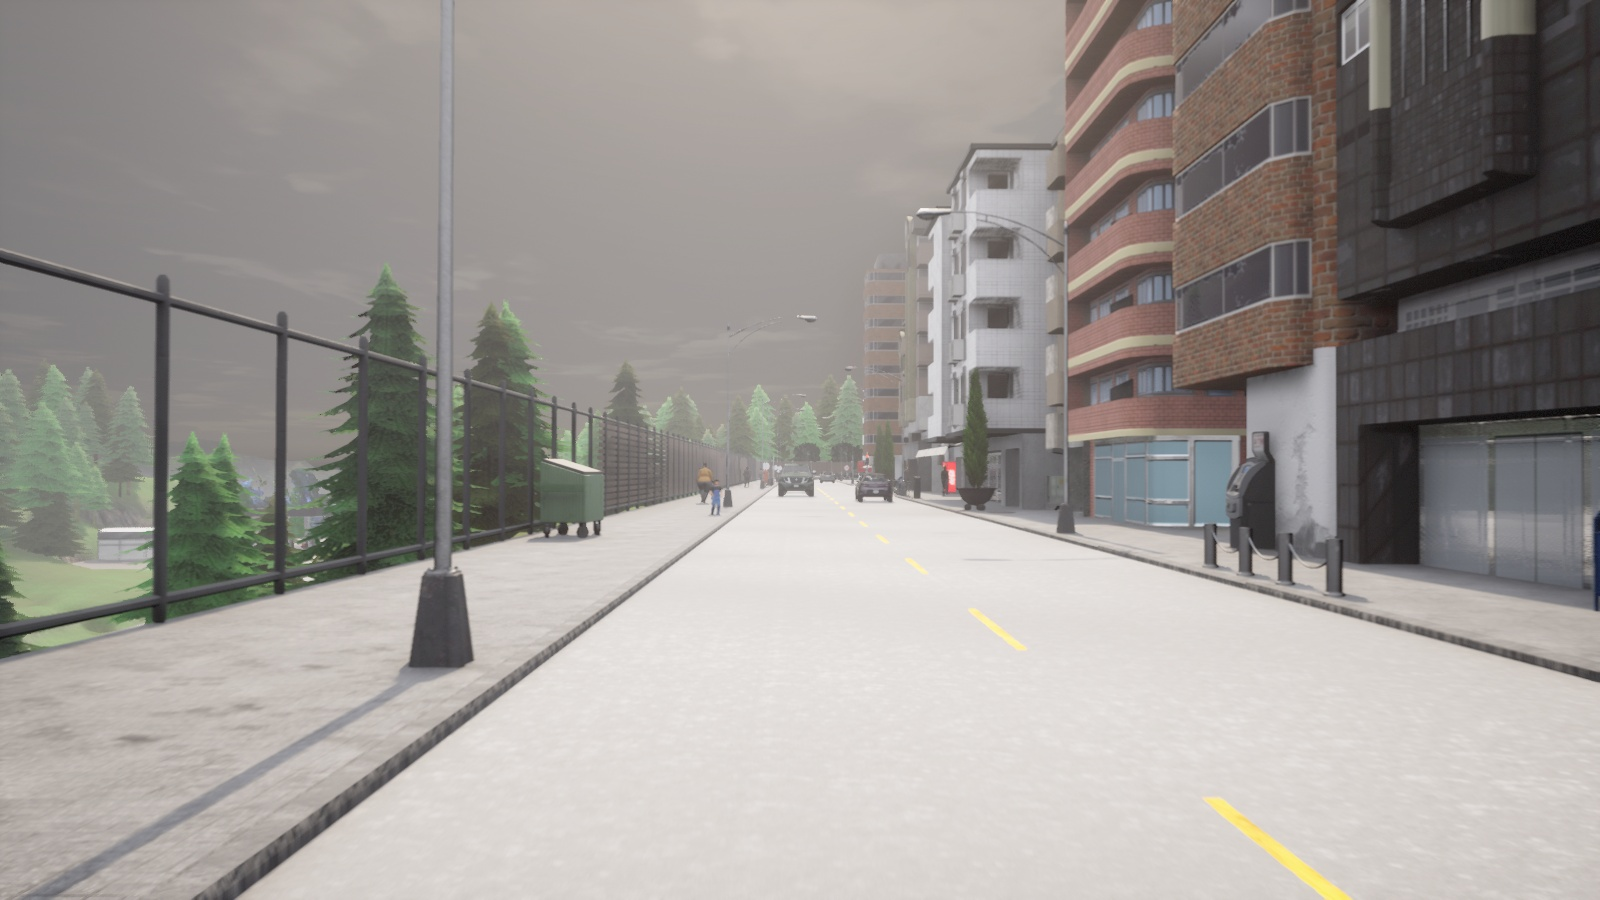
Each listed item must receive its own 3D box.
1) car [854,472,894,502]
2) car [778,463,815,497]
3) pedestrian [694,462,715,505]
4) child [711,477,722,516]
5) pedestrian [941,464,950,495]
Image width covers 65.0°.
[{"bbox_3d":[3.817,1.905,65.246,1.816,1.474,4.193,0,-1,0],"label":"car"},{"bbox_3d":[-0.218,1.828,77.273,2.150,2.045,5.566,0,-1,0],"label":"car"},{"bbox_3d":[-4.209,1.470,55.499,0.874,1.855,0.900,0,-1,0],"label":"pedestrian"},{"bbox_3d":[-2.732,1.502,41.036,0.270,1.263,0.437,0,-1,-14],"label":"child"},{"bbox_3d":[8.566,1.728,73.950,0.353,1.847,0.614,0,-1,-9],"label":"pedestrian"}]
